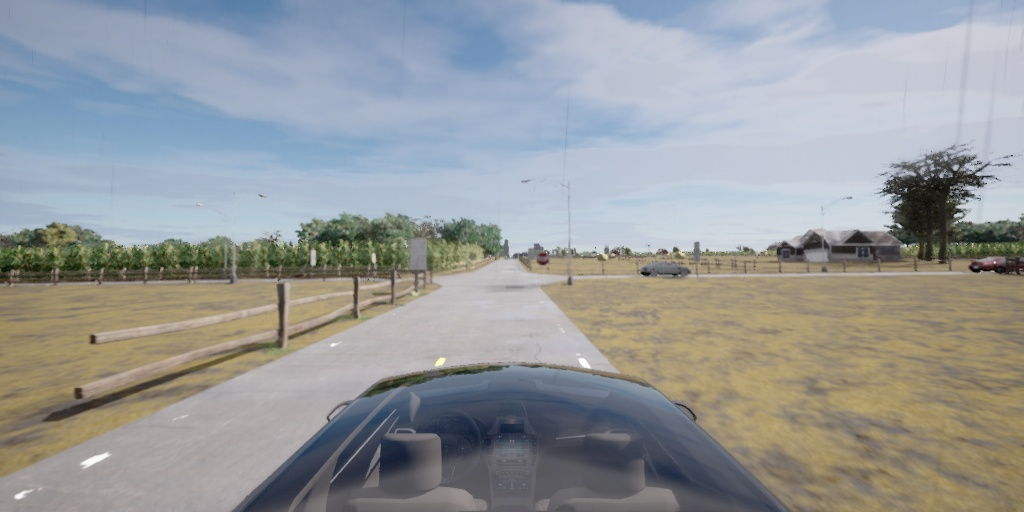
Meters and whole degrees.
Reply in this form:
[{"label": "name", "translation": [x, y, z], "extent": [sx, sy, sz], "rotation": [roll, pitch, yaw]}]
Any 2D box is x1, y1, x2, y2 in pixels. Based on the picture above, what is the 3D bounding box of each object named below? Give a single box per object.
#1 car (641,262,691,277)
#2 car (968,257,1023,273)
[{"label": "car", "translation": [13.865, 1.181, 32.426], "extent": [4.181, 1.385, 1.994], "rotation": [-1, -2, 0]}, {"label": "car", "translation": [44.237, 0.823, 32.443], "extent": [4.674, 1.442, 1.812], "rotation": [-1, -2, 0]}]
